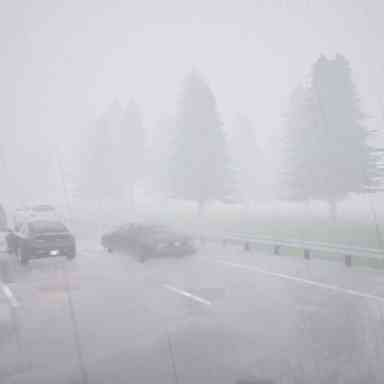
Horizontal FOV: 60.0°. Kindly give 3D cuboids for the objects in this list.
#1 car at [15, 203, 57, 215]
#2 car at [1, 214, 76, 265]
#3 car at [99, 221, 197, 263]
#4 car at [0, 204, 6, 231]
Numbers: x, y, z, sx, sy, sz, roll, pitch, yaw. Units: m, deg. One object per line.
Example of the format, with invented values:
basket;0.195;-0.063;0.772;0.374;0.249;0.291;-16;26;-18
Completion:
car;-12.780;1.926;27.020;2.150;2.045;5.566;2;-2;-41
car;-6.149;1.857;13.321;1.837;1.490;4.892;1;-2;-37
car;-2.003;1.918;13.618;2.033;1.411;5.357;1;-2;-37
car;-15.470;1.858;24.783;2.150;2.045;5.566;2;-2;-41
